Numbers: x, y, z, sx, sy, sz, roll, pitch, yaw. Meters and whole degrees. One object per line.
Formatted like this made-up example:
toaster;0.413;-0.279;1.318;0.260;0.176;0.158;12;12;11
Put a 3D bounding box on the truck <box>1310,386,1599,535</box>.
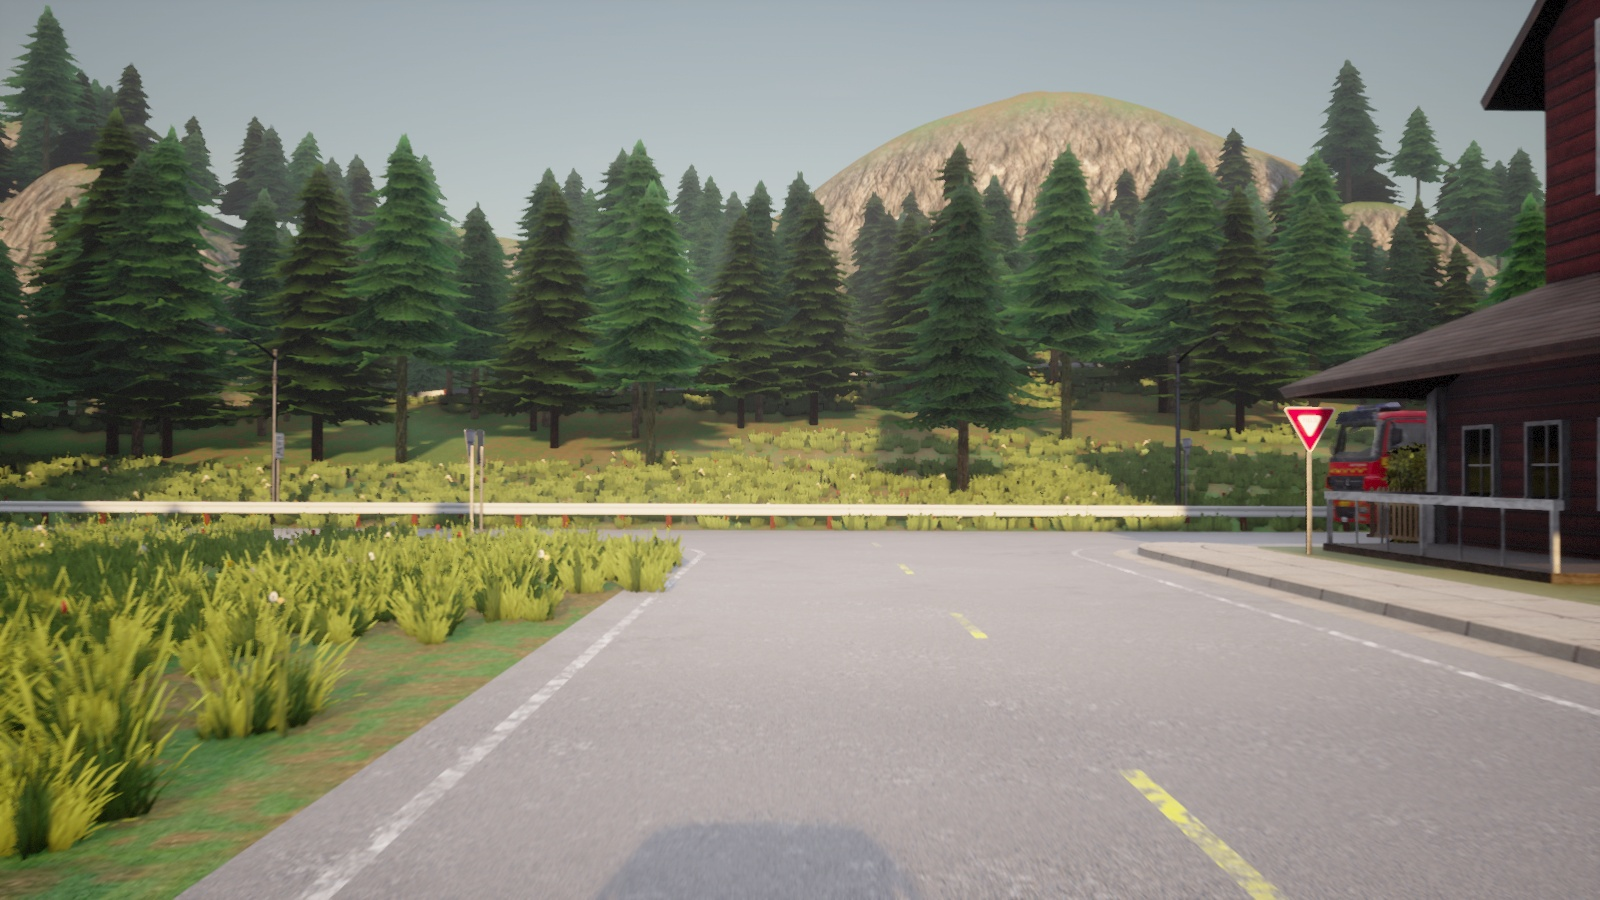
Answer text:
truck;18.586;0.282;33.856;8.468;3.827;2.891;0;-1;0
